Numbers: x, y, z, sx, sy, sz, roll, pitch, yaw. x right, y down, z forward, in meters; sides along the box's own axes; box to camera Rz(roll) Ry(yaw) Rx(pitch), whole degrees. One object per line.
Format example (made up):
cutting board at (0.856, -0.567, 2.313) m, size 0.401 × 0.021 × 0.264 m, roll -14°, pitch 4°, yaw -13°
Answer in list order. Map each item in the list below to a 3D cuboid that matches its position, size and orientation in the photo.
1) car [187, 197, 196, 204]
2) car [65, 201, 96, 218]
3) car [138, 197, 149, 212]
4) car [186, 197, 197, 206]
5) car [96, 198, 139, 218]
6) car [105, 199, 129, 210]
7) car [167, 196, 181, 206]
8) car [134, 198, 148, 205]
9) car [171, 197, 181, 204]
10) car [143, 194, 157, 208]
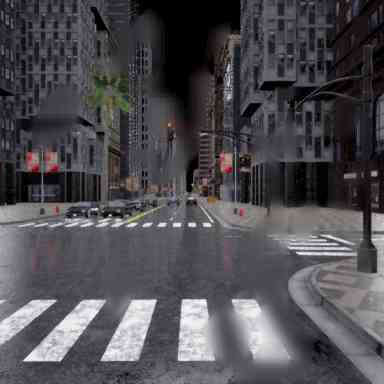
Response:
car at (-0.122, 1.816, 70.830) m, size 1.812 × 1.442 × 4.674 m, roll 0°, pitch -1°, yaw 0°
car at (-9.934, 1.571, 30.824) m, size 2.033 × 1.411 × 5.357 m, roll 0°, pitch 0°, yaw 0°
car at (-6.701, 1.621, 39.681) m, size 1.994 × 1.385 × 4.181 m, roll 0°, pitch 0°, yaw 0°
car at (-0.065, 1.673, 60.490) m, size 1.882 × 1.535 × 5.008 m, roll 0°, pitch 0°, yaw 0°
car at (-6.657, 1.570, 30.438) m, size 2.033 × 1.411 × 5.357 m, roll 0°, pitch 0°, yaw 4°
car at (-9.970, 1.628, 44.602) m, size 2.033 × 1.411 × 5.357 m, roll 0°, pitch 0°, yaw 0°
car at (-3.316, 1.547, 60.393) m, size 2.097 × 1.767 × 4.553 m, roll 0°, pitch 0°, yaw 0°
car at (-9.925, 1.837, 64.794) m, size 1.895 × 1.301 × 4.718 m, roll 0°, pitch -1°, yaw 0°
car at (-3.382, 1.850, 70.595) m, size 1.994 × 1.385 × 4.181 m, roll 0°, pitch -1°, yaw 0°
car at (-6.726, 1.350, 52.415) m, size 2.150 × 2.045 × 5.566 m, roll 0°, pitch 0°, yaw 0°
